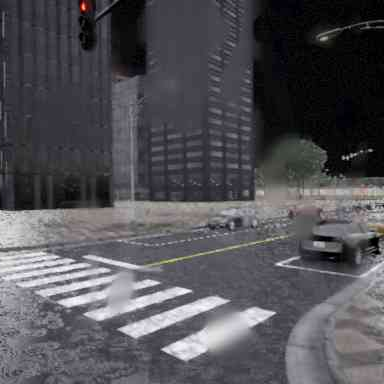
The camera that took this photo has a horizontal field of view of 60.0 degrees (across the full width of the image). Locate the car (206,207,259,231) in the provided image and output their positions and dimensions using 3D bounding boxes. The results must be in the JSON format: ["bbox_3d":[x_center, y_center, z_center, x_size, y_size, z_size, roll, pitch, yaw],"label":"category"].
[{"bbox_3d":[2.690,1.676,21.468,2.008,1.369,4.403,-2,-1,42],"label":"car"}]

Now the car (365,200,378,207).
[{"bbox_3d":[21.622,1.703,42.394,2.008,1.369,4.403,-2,-1,42],"label":"car"}]

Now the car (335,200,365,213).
[{"bbox_3d":[17.836,1.695,38.209,2.008,1.369,4.403,-2,-1,42],"label":"car"}]

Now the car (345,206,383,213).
[{"bbox_3d":[9.119,1.577,15.869,1.752,1.417,4.829,-2,-1,42],"label":"car"}]

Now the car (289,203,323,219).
[{"bbox_3d":[10.263,1.676,29.839,1.887,1.381,4.507,-2,-1,42],"label":"car"}]

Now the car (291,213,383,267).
[{"bbox_3d":[5.219,1.618,11.558,1.947,1.339,4.313,-2,-1,42],"label":"car"}]

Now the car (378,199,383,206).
[{"bbox_3d":[29.197,1.717,50.765,2.008,1.369,4.403,-2,-1,42],"label":"car"}]
